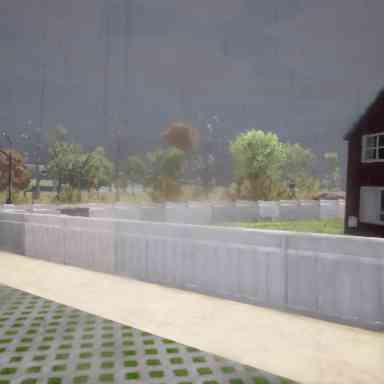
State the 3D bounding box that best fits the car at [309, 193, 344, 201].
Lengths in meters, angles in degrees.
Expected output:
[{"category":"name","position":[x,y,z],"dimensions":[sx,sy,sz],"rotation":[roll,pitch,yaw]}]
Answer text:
[{"category":"car","position":[18.465,0.930,45.734],"dimensions":[5.008,1.535,1.882],"rotation":[0,2,-18]}]
